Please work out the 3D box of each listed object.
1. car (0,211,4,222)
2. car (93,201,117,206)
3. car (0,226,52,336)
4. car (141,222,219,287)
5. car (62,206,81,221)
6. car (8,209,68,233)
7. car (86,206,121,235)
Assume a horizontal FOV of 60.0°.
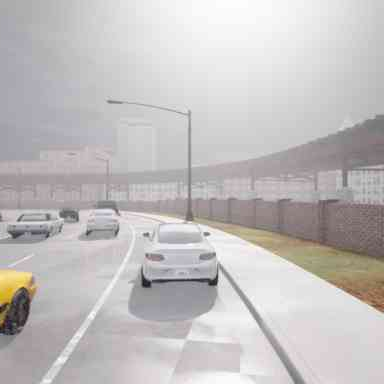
[{"bbox_3d":[-19.113,2.178,31.204,1.812,1.442,4.674,0,-2,-17],"label":"car"},{"bbox_3d":[-8.901,1.895,34.182,2.150,2.045,5.566,0,-1,-18],"label":"car"},{"bbox_3d":[-3.537,1.464,3.689,1.801,1.575,5.366,0,0,-2],"label":"car"},{"bbox_3d":[-0.407,1.583,9.382,1.812,1.442,4.674,0,-1,-5],"label":"car"},{"bbox_3d":[-12.656,2.205,34.300,1.837,1.490,4.892,0,-1,-19],"label":"car"},{"bbox_3d":[-8.658,1.845,18.918,1.895,1.301,4.718,0,-1,-10],"label":"car"},{"bbox_3d":[-5.438,1.806,20.664,1.812,1.442,4.674,0,-1,-11],"label":"car"}]
